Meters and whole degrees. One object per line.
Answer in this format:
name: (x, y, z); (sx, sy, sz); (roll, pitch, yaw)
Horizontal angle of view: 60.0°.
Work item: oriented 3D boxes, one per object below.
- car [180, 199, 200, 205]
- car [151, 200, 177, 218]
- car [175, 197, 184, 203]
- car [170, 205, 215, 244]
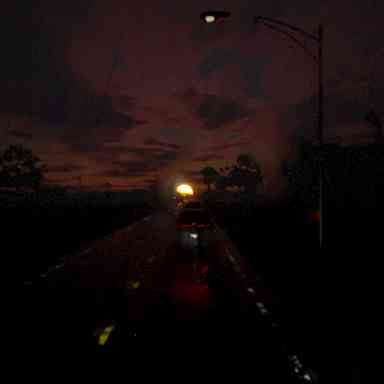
car: (0.082, 1.691, 32.430); (1.837, 1.490, 4.892); (0, 0, 0)
car: (-2.861, 1.753, 32.912); (1.994, 1.385, 4.181); (0, 0, 0)
car: (-2.783, 1.804, 75.334); (1.882, 1.535, 5.008); (0, 0, 0)
car: (0.086, 1.597, 16.338); (1.837, 1.490, 4.892); (0, 0, 0)
